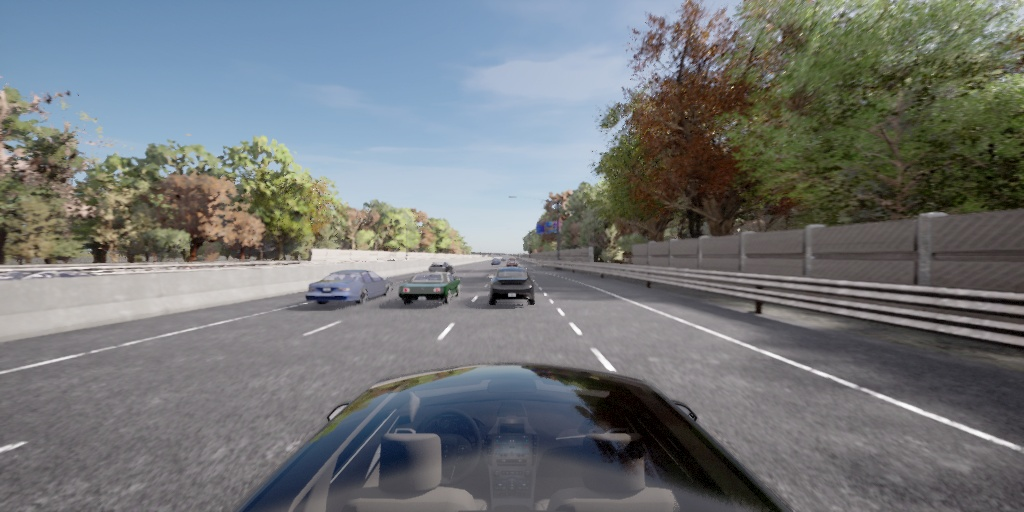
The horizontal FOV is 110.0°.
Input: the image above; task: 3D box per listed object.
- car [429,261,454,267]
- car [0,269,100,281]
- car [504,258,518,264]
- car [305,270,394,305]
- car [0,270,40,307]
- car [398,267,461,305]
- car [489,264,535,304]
[{"bbox_3d":[-6.997,1.270,35.686,2.128,1.511,4.902,0,0,0],"label":"car"},{"bbox_3d":[-17.592,1.251,13.036,2.128,1.511,4.902,0,0,0],"label":"car"},{"bbox_3d":[0.008,1.402,61.772,1.895,1.301,4.718,0,0,0],"label":"car"},{"bbox_3d":[-7.001,1.309,16.069,2.033,1.411,5.357,0,0,0],"label":"car"},{"bbox_3d":[-21.095,1.306,12.559,2.033,1.411,5.357,0,0,0],"label":"car"},{"bbox_3d":[-3.497,1.363,16.193,1.895,1.301,4.718,0,0,0],"label":"car"},{"bbox_3d":[0.005,1.269,16.371,1.837,1.490,4.892,0,0,0],"label":"car"}]
